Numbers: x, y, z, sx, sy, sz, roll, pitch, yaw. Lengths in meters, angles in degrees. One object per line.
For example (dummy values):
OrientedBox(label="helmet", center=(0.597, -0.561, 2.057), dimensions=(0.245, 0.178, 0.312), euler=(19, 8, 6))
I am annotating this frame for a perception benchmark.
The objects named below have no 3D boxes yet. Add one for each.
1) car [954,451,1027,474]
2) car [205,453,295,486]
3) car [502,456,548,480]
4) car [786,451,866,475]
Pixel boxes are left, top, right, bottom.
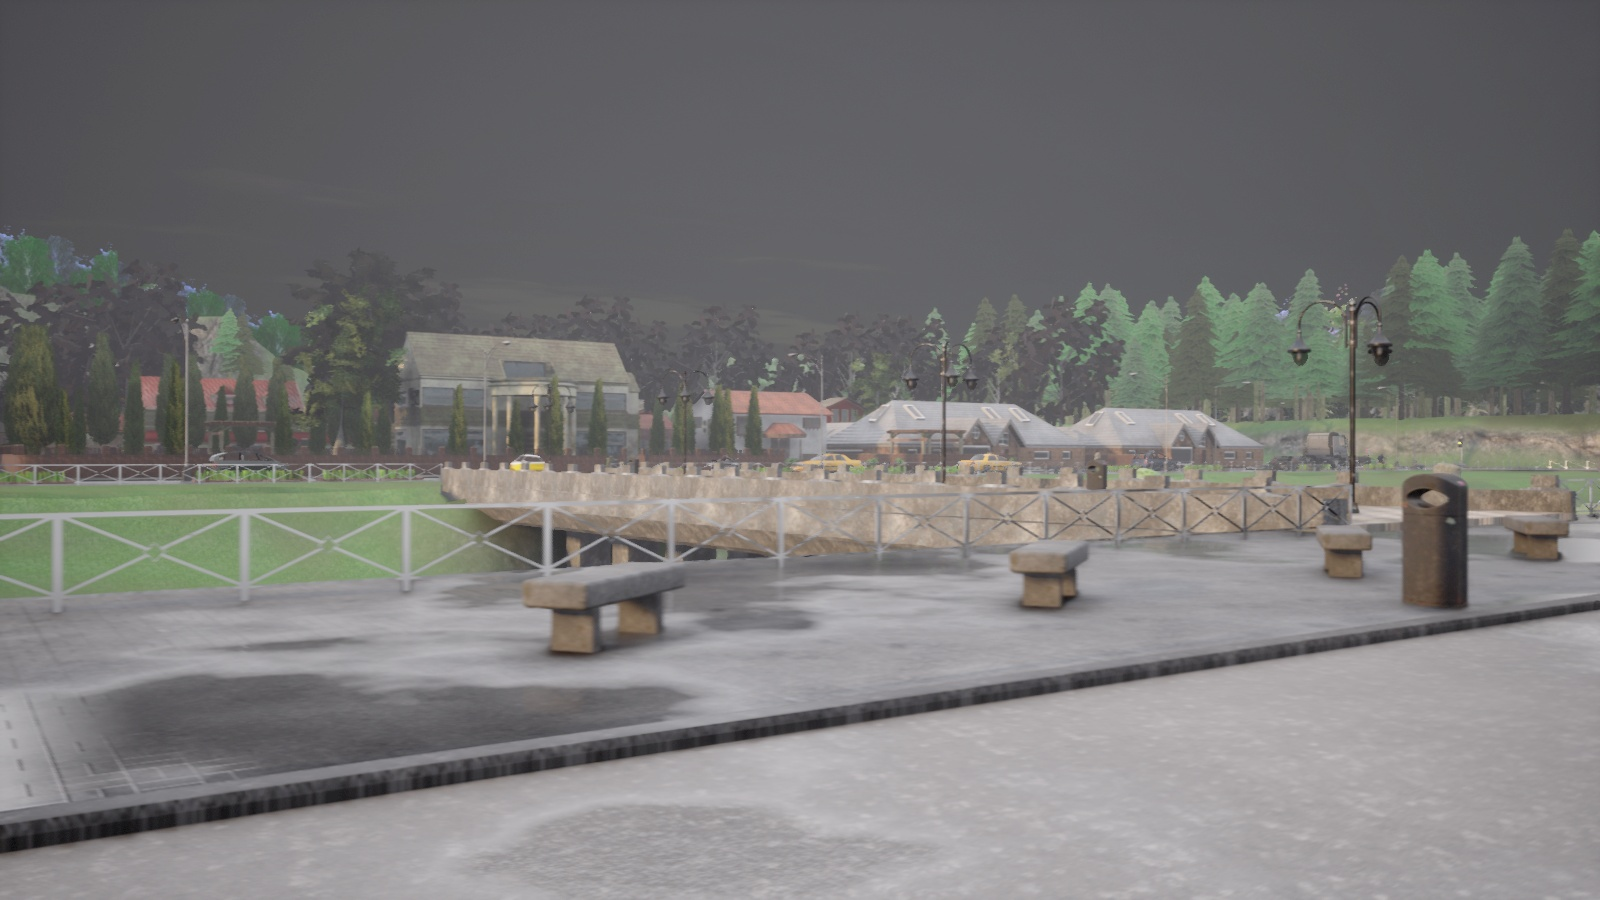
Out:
OrientedBox(label="car", center=(13.509, 0.873, 88.816), dimensions=(5.366, 1.575, 1.801), euler=(0, 0, -35))
OrientedBox(label="car", center=(-26.663, 0.929, 60.867), dimensions=(3.705, 1.549, 1.789), euler=(0, 0, -35))
OrientedBox(label="car", center=(-15.998, 1.013, 73.160), dimensions=(2.207, 1.376, 1.481), euler=(0, 0, -35))
OrientedBox(label="car", center=(1.804, 0.890, 85.546), dimensions=(5.366, 1.575, 1.801), euler=(0, 0, -35))
